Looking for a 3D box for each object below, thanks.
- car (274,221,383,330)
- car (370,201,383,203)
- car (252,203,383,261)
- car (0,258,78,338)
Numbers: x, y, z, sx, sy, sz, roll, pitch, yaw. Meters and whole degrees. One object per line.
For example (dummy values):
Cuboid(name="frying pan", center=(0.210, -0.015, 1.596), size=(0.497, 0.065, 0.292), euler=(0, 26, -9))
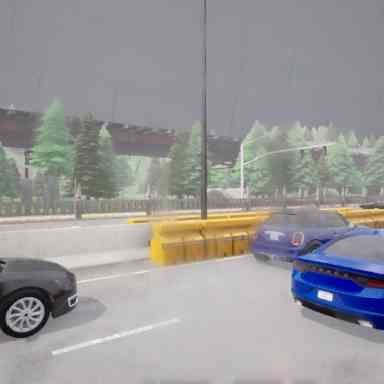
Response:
Cuboid(name="car", center=(4.108, 1.478, 6.681), size=(5.008, 1.535, 1.882), euler=(0, 0, -36))
Cuboid(name="car", center=(19.754, 1.601, 35.296), size=(4.718, 1.301, 1.895), euler=(0, 0, -36))
Cuboid(name="car", center=(4.147, 1.352, 11.008), size=(4.553, 1.767, 2.097), euler=(0, 0, -36))
Cuboid(name="car", center=(-4.273, 1.505, 4.998), size=(4.892, 1.490, 1.837), euler=(0, 0, -35))
